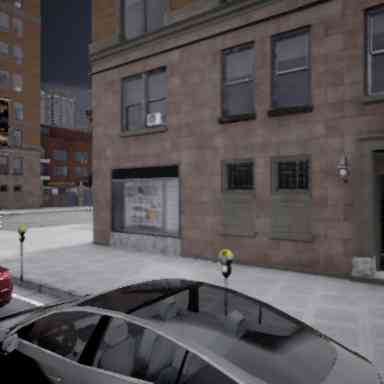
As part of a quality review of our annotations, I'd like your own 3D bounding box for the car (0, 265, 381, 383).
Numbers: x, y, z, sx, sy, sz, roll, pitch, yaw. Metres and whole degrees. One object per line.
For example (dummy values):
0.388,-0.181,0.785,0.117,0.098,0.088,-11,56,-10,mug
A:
-0.562,1.566,3.250,4.313,1.339,1.947,0,0,36,car
